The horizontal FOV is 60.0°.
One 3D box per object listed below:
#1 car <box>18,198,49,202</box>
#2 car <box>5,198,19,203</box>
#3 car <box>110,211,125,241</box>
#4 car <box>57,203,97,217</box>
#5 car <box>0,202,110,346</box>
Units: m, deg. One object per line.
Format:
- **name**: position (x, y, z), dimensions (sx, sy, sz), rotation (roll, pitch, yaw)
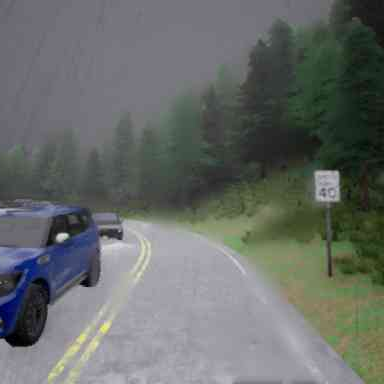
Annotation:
- **car**: position (-15.566, 1.613, 34.608), dimensions (5.357, 1.411, 2.033), rotation (2, -3, 38)
- **car**: position (-21.150, 1.524, 41.499), dimensions (5.008, 1.535, 1.882), rotation (3, -4, 23)
- **car**: position (-4.826, 1.754, 18.244), dimensions (2.033, 1.411, 5.357), rotation (1, -1, -16)
- **car**: position (-12.485, 1.920, 36.051), dimensions (4.718, 1.301, 1.895), rotation (1, -3, 41)
- **car**: position (-3.480, 1.323, 6.862), dimensions (2.150, 2.045, 5.566), rotation (0, -1, -1)
